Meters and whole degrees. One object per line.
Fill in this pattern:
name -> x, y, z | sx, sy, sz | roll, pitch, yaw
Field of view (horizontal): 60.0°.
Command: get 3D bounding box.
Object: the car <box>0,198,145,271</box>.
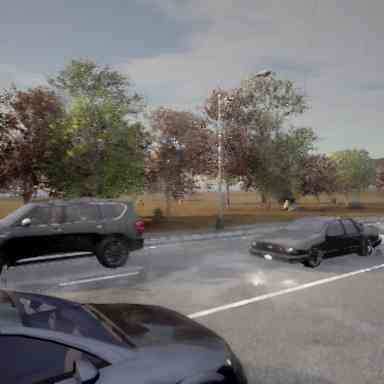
car -> -4.094, 1.221, 9.665 | 5.566, 2.045, 2.150 | 0, 0, -35

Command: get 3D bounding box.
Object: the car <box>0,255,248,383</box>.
car -> -1.527, 1.564, 2.655 | 4.181, 1.385, 1.994 | 0, 0, -36

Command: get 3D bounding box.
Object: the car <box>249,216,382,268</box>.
car -> 4.444, 1.546, 11.436 | 5.357, 1.411, 2.033 | 0, 0, -35
